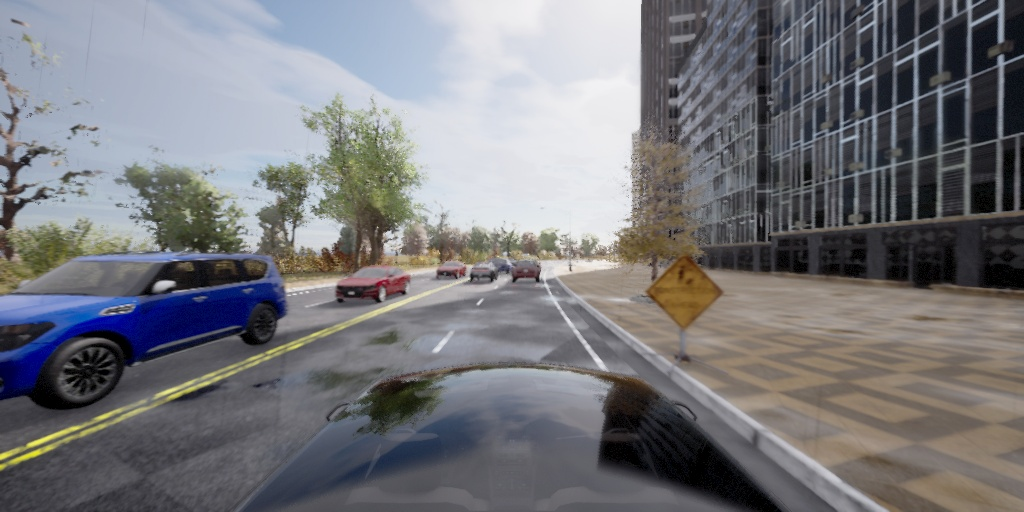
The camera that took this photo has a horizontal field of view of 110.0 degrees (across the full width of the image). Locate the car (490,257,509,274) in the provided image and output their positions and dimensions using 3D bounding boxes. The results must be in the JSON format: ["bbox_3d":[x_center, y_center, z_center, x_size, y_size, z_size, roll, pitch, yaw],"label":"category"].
[{"bbox_3d":[-1.066,1.081,41.193,2.097,1.767,4.553,0,0,7],"label":"car"}]

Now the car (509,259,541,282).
[{"bbox_3d":[1.152,1.096,28.725,2.097,1.767,4.553,0,0,4],"label":"car"}]

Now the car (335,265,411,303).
[{"bbox_3d":[-6.249,1.195,16.697,1.882,1.535,5.008,0,0,3],"label":"car"}]

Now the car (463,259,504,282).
[{"bbox_3d":[-2.134,1.222,28.443,2.128,1.511,4.902,0,0,4],"label":"car"}]

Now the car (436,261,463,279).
[{"bbox_3d":[-5.283,1.198,31.876,1.882,1.535,5.008,0,0,5],"label":"car"}]

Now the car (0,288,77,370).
[{"bbox_3d":[-9.804,1.308,4.928,1.895,1.301,4.718,0,0,1],"label":"car"}]

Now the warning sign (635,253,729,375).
[{"bbox_3d":[2.856,0.876,6.010,1.300,1.860,1.060,0,0,1],"label":"warning sign"}]

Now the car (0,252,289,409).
[{"bbox_3d":[-6.548,0.942,6.458,2.150,2.045,5.566,0,0,1],"label":"car"}]
